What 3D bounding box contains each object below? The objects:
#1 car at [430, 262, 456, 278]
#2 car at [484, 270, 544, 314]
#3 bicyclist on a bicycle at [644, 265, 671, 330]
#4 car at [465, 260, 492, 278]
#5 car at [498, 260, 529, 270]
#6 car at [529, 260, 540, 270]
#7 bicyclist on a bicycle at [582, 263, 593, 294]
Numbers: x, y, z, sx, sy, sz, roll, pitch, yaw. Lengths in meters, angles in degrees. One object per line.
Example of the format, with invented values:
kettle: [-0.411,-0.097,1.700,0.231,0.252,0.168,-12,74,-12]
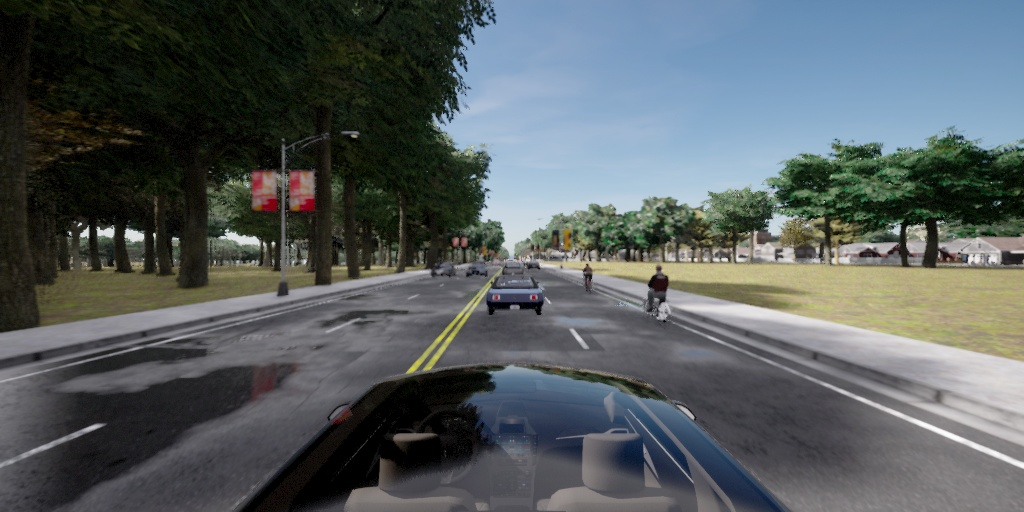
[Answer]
car: [-6.602,1.296,34.927,2.128,1.511,4.902,0,0,0]
car: [0.097,1.366,13.755,1.895,1.301,4.718,0,0,0]
bicyclist on a bicycle: [4.141,1.131,10.317,0.659,1.776,1.843,0,0,0]
car: [-3.349,1.369,35.141,1.994,1.385,4.181,0,0,0]
car: [0.094,1.290,31.745,2.128,1.511,4.902,0,0,0]
car: [3.338,1.384,56.225,1.812,1.442,4.674,0,0,0]
bicyclist on a bicycle: [4.139,1.228,19.559,0.582,1.620,1.656,0,0,0]
